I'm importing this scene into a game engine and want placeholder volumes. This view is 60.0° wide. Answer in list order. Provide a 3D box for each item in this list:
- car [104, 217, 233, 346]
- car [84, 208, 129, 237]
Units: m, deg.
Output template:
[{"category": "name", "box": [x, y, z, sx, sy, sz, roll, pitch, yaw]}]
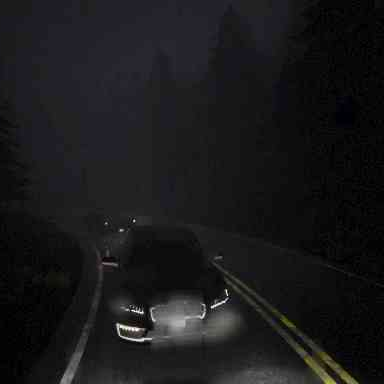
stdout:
[{"category": "car", "box": [-0.638, 1.494, 6.757, 1.837, 1.490, 4.892, -1, 0, -11]}, {"category": "car", "box": [-4.613, 1.608, 18.499, 1.895, 1.301, 4.718, -3, 1, -29]}]
